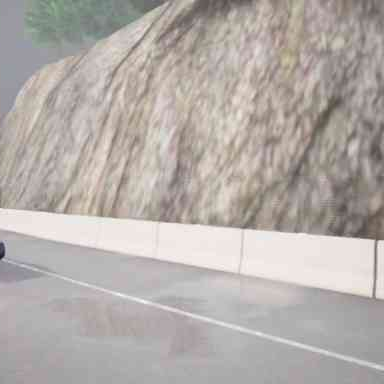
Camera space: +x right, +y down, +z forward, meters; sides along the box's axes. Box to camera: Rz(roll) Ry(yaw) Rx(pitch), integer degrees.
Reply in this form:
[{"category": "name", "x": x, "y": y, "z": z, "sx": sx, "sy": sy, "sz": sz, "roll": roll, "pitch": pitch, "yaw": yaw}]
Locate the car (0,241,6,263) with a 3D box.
[{"category": "car", "x": -7.508, "y": 1.592, "z": 10.015, "sx": 4.718, "sy": 1.301, "sz": 1.895, "roll": 0, "pitch": 0, "yaw": 40}]
